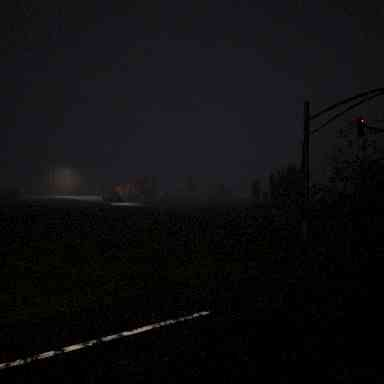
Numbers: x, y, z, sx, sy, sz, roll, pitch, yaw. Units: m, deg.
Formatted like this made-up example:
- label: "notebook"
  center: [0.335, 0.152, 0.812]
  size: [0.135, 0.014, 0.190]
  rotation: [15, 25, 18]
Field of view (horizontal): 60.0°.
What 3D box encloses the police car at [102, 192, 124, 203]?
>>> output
- label: "police car"
  center: [-11.806, 0.821, 49.790]
  size: [2.038, 1.542, 4.974]
  rotation: [1, 0, -32]
